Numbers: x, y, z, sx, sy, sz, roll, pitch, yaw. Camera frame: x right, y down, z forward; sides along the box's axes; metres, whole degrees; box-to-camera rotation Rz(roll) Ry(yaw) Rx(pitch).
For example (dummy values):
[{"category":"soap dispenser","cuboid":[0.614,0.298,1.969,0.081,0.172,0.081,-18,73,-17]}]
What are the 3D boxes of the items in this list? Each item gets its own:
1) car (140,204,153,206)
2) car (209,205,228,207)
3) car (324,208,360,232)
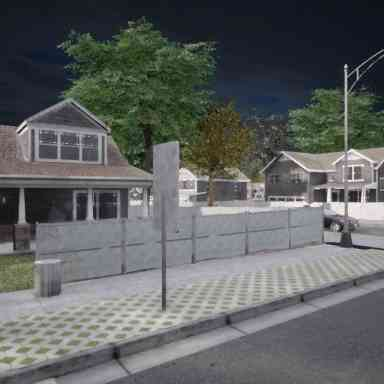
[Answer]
[{"category":"car","cuboid":[-5.407,2.147,40.467,1.994,1.385,4.181,0,-1,-36]},{"category":"car","cuboid":[2.510,1.891,29.450,1.812,1.442,4.674,0,-1,-35]},{"category":"car","cuboid":[8.279,1.727,21.443,1.812,1.442,4.674,0,-1,-36]}]
